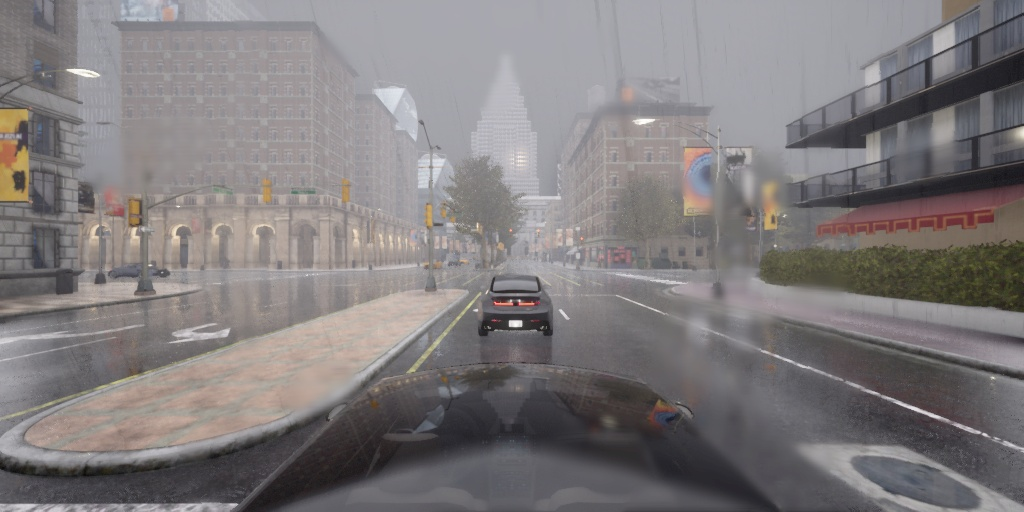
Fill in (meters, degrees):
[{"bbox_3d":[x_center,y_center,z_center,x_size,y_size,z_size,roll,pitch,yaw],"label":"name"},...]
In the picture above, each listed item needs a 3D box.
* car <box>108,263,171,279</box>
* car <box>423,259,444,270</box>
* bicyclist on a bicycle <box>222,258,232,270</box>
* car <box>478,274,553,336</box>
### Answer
[{"bbox_3d":[-33.556,1.314,32.352,4.181,1.385,1.994,0,0,0],"label":"car"},{"bbox_3d":[-11.603,1.227,52.460,1.882,1.535,5.008,0,0,2],"label":"car"},{"bbox_3d":[-37.171,1.050,46.808,0.582,1.620,1.656,0,0,0],"label":"bicyclist on a bicycle"},{"bbox_3d":[0.101,1.255,10.369,1.837,1.490,4.892,0,0,0],"label":"car"}]
